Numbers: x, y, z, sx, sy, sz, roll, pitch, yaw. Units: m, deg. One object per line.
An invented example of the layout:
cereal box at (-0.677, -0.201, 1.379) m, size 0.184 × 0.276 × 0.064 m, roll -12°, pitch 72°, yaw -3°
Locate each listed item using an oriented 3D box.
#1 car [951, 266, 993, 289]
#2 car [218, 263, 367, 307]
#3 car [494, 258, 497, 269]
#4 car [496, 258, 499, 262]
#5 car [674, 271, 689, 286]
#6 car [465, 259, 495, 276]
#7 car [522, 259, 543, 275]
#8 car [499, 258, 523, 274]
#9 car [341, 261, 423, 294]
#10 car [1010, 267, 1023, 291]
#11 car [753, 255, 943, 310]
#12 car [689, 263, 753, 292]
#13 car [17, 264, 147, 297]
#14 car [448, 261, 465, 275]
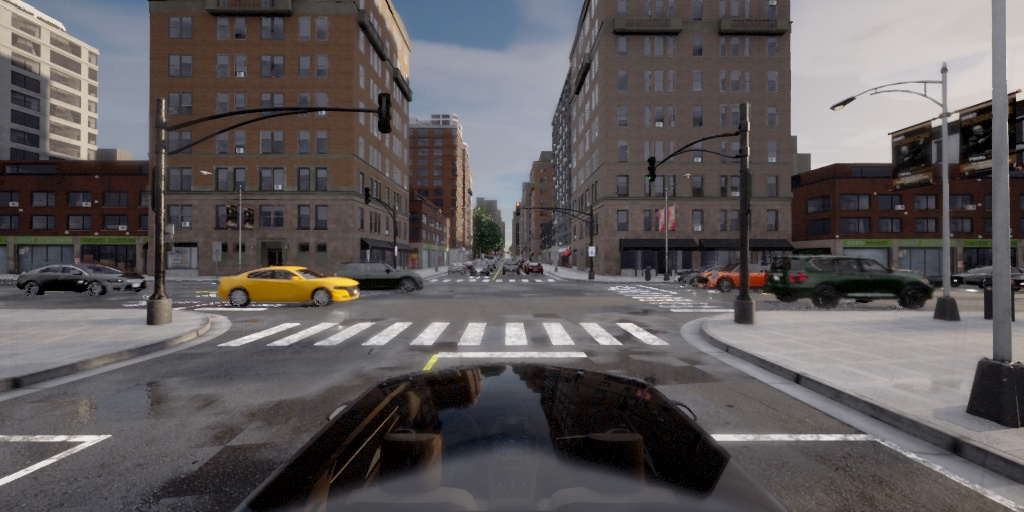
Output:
car at (32.769, 1.447, 24.556) m, size 4.892 × 1.490 × 1.837 m, roll 0°, pitch 0°, yaw 0°
car at (-8.754, 1.158, 14.285) m, size 5.008 × 1.535 × 1.882 m, roll 0°, pitch 0°, yaw 0°
car at (-3.376, 1.340, 47.395) m, size 2.033 × 1.411 × 5.357 m, roll 0°, pitch 0°, yaw -1°
car at (-3.487, 1.321, 57.776) m, size 1.837 × 1.490 × 4.892 m, roll 0°, pitch 0°, yaw 0°
car at (13.691, 1.348, 24.431) m, size 4.902 × 1.511 × 2.128 m, roll 0°, pitch 0°, yaw 0°
car at (-3.268, 1.267, 37.591) m, size 2.128 × 1.511 × 4.902 m, roll 0°, pitch 0°, yaw 0°
car at (2.461, 1.324, 39.940) m, size 1.888 × 1.381 × 4.507 m, roll 0°, pitch 0°, yaw -1°
car at (-0.123, 1.273, 41.181) m, size 2.128 × 1.511 × 4.902 m, roll 0°, pitch 0°, yaw -1°
car at (-7.121, 1.076, 19.163) m, size 4.553 × 1.767 × 2.097 m, roll 0°, pitch -1°, yaw -19°
car at (32.316, 1.478, 21.303) m, size 4.181 × 1.385 × 1.994 m, roll 0°, pitch 0°, yaw -1°
car at (13.325, 0.996, 14.463) m, size 5.566 × 2.045 × 2.150 m, roll 0°, pitch 0°, yaw 0°
car at (13.391, 1.181, 21.163) m, size 4.553 × 1.767 × 2.097 m, roll 0°, pitch 0°, yaw 0°
car at (-20.761, 1.143, 17.447) m, size 4.902 × 1.511 × 2.128 m, roll 0°, pitch 0°, yaw 0°
car at (-6.064, 1.329, 39.847) m, size 2.007 × 1.370 × 4.403 m, roll 0°, pitch 0°, yaw -1°
